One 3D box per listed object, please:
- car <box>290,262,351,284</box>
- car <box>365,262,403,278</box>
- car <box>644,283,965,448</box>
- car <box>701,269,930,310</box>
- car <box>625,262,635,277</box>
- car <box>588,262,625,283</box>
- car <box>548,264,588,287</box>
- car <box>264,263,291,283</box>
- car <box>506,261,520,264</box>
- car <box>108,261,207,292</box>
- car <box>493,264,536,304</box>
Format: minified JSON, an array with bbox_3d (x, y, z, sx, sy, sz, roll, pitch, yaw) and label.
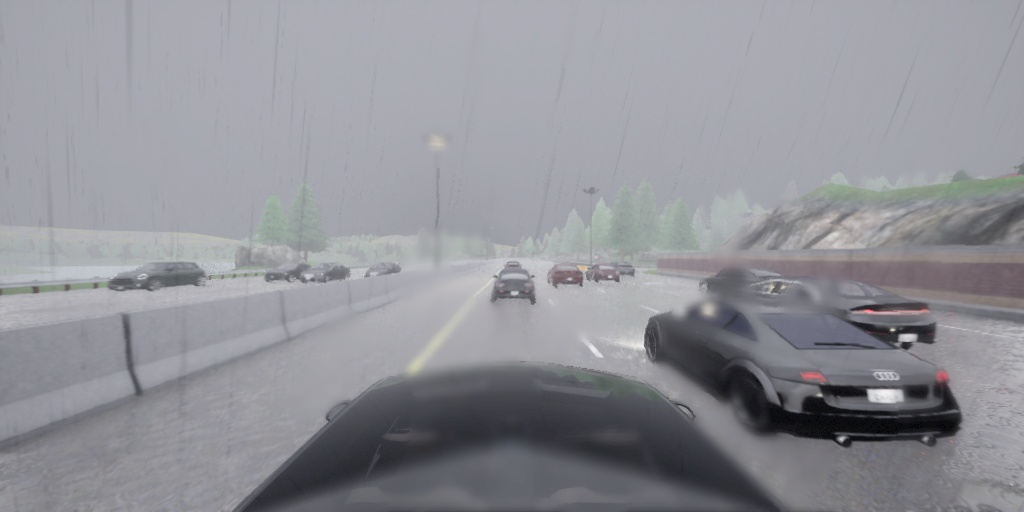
[{"bbox_3d":[-14.024,1.282,27.177,2.128,1.511,4.902,0,0,0],"label":"car"},{"bbox_3d":[-10.500,1.287,29.768,2.128,1.511,4.902,0,0,0],"label":"car"},{"bbox_3d":[3.605,1.321,5.463,1.994,1.385,4.181,0,0,0],"label":"car"},{"bbox_3d":[7.103,1.254,8.859,2.128,1.511,4.902,0,0,0],"label":"car"},{"bbox_3d":[10.608,1.295,35.448,2.128,1.511,4.902,0,0,0],"label":"car"},{"bbox_3d":[7.106,1.318,28.224,1.812,1.442,4.674,0,0,0],"label":"car"},{"bbox_3d":[3.605,1.264,24.727,1.882,1.535,5.008,0,0,0],"label":"car"},{"bbox_3d":[-17.509,1.270,28.696,1.882,1.535,5.008,0,0,0],"label":"car"},{"bbox_3d":[0.108,1.316,39.251,1.837,1.490,4.892,0,0,0],"label":"car"},{"bbox_3d":[-21.066,1.132,21.571,2.097,1.767,4.553,0,0,0],"label":"car"},{"bbox_3d":[0.104,1.299,16.512,1.812,1.442,4.674,0,0,0],"label":"car"}]
